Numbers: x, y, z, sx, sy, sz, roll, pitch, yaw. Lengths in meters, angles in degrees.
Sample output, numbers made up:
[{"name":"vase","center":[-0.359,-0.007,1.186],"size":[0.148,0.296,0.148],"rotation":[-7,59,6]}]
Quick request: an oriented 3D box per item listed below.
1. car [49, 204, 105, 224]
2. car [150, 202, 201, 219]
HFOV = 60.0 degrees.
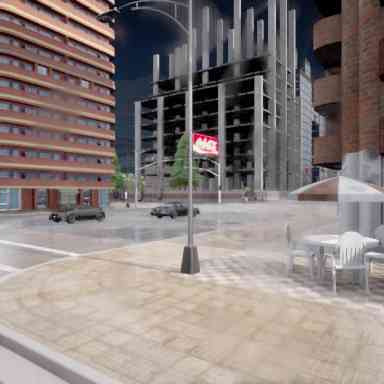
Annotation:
[{"name":"car","center":[-8.765,1.619,25.631],"size":[1.994,1.385,4.181],"rotation":[0,0,36]},{"name":"car","center":[-1.390,1.603,29.596],"size":[2.033,1.411,5.357],"rotation":[0,0,35]}]
